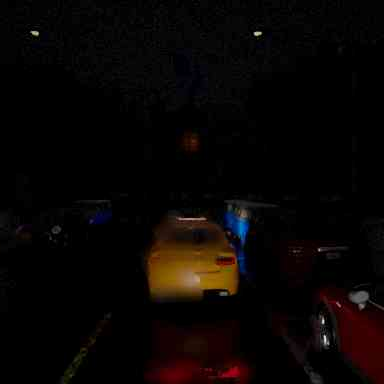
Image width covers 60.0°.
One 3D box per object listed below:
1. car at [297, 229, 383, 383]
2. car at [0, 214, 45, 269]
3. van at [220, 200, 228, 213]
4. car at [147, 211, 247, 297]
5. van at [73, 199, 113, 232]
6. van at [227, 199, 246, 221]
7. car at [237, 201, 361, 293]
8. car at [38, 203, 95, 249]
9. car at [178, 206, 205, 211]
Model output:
[{"bbox_3d":[2.746,1.440,3.370,1.967,1.590,4.097,0,0,0],"label":"car"},{"bbox_3d":[-5.807,1.526,8.593,1.752,1.417,4.829,0,0,0],"label":"car"},{"bbox_3d":[2.660,1.343,19.683,1.690,1.788,3.998,0,0,0],"label":"van"},{"bbox_3d":[0.039,1.478,8.635,1.882,1.535,5.008,0,0,0],"label":"car"},{"bbox_3d":[-5.865,1.343,19.638,1.690,1.788,3.998,0,0,0],"label":"van"},{"bbox_3d":[2.688,1.342,14.245,1.690,1.788,3.998,0,0,0],"label":"van"},{"bbox_3d":[2.717,1.315,8.808,2.192,1.841,5.009,0,0,0],"label":"car"},{"bbox_3d":[-5.836,1.441,14.200,1.967,1.590,4.097,0,0,0],"label":"car"},{"bbox_3d":[-0.048,1.493,18.137,2.128,1.511,4.902,0,0,0],"label":"car"}]
